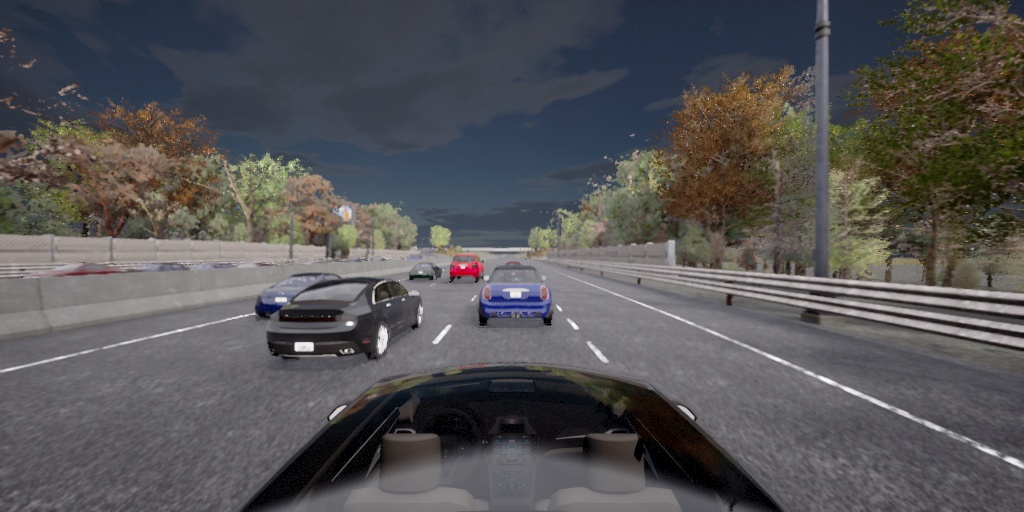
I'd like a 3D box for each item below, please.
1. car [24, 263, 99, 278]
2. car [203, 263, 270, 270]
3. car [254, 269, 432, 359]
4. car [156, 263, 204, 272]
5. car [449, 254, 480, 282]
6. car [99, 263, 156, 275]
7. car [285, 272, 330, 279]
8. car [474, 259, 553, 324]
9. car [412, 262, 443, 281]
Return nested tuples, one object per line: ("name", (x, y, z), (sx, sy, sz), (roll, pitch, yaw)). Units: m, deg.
("car", (-28.091, 1.186, 23.250), (1.812, 1.442, 4.674), (0, 0, 0))
("car", (-17.591, 1.184, 23.999), (1.812, 1.442, 4.674), (0, 0, 0))
("car", (-3.397, 1.226, 8.282), (1.837, 1.490, 4.892), (0, 0, 0))
("car", (-21.093, 1.202, 25.083), (2.033, 1.411, 5.357), (0, 0, 0))
("car", (-3.393, 0.868, 27.529), (2.150, 2.045, 5.566), (0, 0, 0))
("car", (-24.593, 1.201, 25.071), (2.033, 1.411, 5.357), (0, 0, 0))
("car", (-6.894, 1.267, 12.705), (1.994, 1.385, 4.181), (0, 0, 0))
("car", (0.101, 1.059, 11.868), (2.097, 1.767, 4.553), (0, 0, 0))
("car", (-6.890, 1.205, 29.015), (1.994, 1.385, 4.181), (0, 0, 0))
